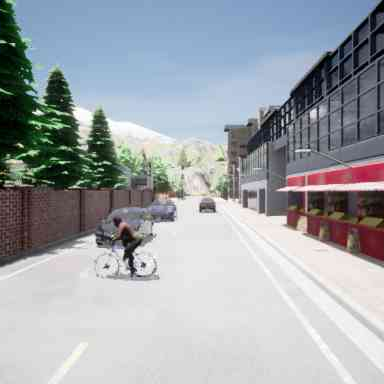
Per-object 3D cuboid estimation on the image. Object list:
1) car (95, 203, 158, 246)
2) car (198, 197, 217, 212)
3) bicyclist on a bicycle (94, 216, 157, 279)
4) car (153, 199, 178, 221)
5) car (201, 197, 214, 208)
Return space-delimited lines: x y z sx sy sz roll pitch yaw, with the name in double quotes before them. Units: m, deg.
"car" -2.962 1.503 15.406 1.837 1.490 4.892 0 0 3
"car" 1.777 1.504 38.200 1.837 1.490 4.892 0 0 3
"bicyclist on a bicycle" -1.747 1.454 8.611 1.656 1.620 0.582 -2 0 3
"car" -2.350 1.352 26.687 2.097 1.767 4.553 0 0 3
"car" 2.240 1.505 48.386 1.837 1.490 4.892 0 0 3
